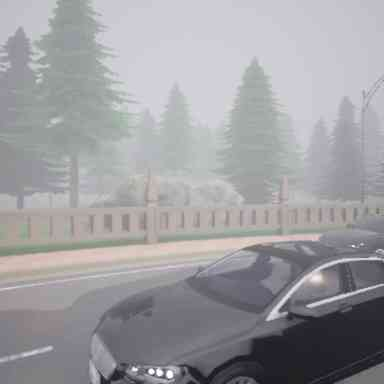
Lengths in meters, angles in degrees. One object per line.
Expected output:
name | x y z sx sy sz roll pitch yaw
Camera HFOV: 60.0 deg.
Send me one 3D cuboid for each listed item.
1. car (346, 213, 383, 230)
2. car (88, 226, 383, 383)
car | 6.256 1.437 10.446 4.892 1.490 1.837 0 0 -19
car | 1.232 1.456 4.306 4.902 1.511 2.128 0 1 -29
